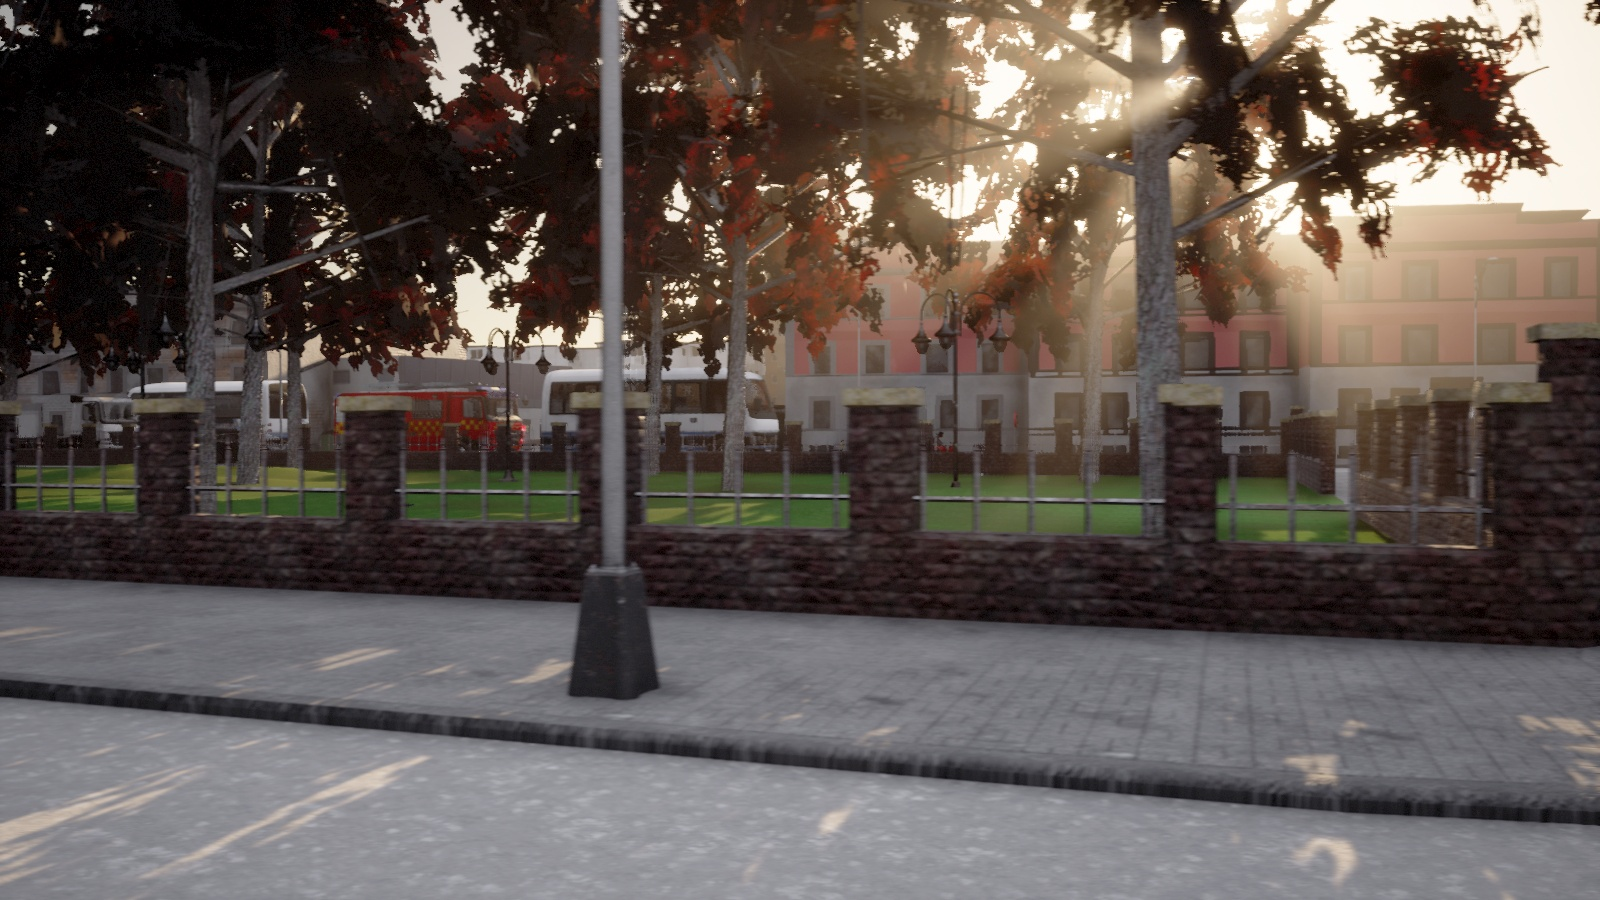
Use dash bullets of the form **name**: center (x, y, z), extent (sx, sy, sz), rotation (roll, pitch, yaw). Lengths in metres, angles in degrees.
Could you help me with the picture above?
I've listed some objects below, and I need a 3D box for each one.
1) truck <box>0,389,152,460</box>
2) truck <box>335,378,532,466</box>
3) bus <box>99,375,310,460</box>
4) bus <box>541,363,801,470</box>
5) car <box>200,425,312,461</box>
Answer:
- **truck**: center (-37.497, -1.297, 64.394), extent (7.936, 3.462, 2.891), rotation (0, 1, 19)
- **truck**: center (-16.719, -1.289, 57.293), extent (8.468, 3.827, 2.891), rotation (1, 1, 19)
- **bus**: center (-31.547, -1.703, 66.587), extent (10.273, 4.253, 3.944), rotation (1, 1, 19)
- **bus**: center (-5.475, -1.397, 53.442), extent (10.273, 4.253, 3.944), rotation (1, 1, 19)
- **car**: center (-26.210, -0.368, 60.552), extent (4.611, 1.667, 2.242), rotation (1, 1, 19)
